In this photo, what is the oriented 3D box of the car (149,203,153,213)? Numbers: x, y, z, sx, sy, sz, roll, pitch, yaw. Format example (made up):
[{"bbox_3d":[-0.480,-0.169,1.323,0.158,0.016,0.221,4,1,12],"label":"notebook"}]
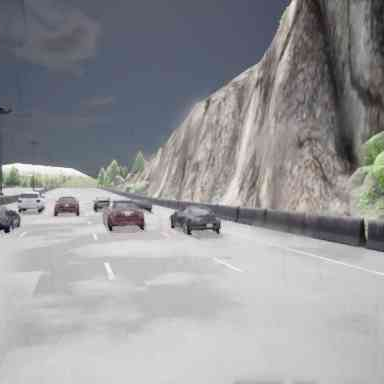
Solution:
[{"bbox_3d":[-5.485,1.422,34.701,1.895,1.301,4.718,0,1,-19],"label":"car"}]

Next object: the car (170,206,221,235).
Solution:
[{"bbox_3d":[0.106,1.489,18.672,1.812,1.442,4.674,0,0,-19],"label":"car"}]

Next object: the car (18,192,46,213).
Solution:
[{"bbox_3d":[-16.400,1.009,34.111,2.150,2.045,5.566,0,1,-20],"label":"car"}]

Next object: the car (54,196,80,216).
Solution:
[{"bbox_3d":[-11.593,1.191,30.964,2.097,1.767,4.553,0,1,-19],"label":"car"}]

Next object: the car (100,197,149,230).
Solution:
[{"bbox_3d":[-4.369,1.296,20.875,2.097,1.767,4.553,0,0,-19],"label":"car"}]

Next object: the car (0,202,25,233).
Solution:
[{"bbox_3d":[-11.119,1.505,18.972,1.994,1.385,4.181,0,0,-19],"label":"car"}]

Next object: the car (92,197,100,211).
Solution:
[{"bbox_3d":[-9.849,1.275,36.585,2.128,1.511,4.902,0,1,-19],"label":"car"}]

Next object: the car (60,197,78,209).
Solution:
[{"bbox_3d":[-15.013,1.308,40.764,1.895,1.301,4.718,0,1,-19],"label":"car"}]
